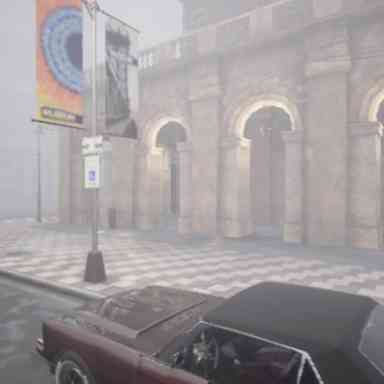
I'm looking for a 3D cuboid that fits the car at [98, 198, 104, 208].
[{"bbox_3d":[-11.995,1.638,49.511,1.994,1.385,4.181,0,0,36],"label":"car"}]

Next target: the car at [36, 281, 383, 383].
[{"bbox_3d":[0.573,1.597,3.153,4.718,1.301,1.895,0,0,35],"label":"car"}]

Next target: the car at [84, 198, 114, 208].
[{"bbox_3d":[-14.491,1.645,52.019,1.994,1.385,4.181,0,0,36],"label":"car"}]
